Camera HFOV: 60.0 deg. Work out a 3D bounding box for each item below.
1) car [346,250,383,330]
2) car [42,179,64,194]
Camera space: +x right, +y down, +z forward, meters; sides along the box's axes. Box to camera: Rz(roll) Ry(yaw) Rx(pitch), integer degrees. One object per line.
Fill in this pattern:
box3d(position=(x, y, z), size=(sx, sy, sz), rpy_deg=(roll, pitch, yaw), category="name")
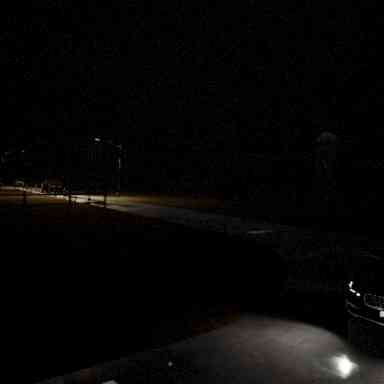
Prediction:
box3d(position=(4.930, 1.568, 6.440), size=(4.892, 1.490, 1.837), rpy_deg=(-1, 2, -35), category="car")
box3d(position=(-20.420, -0.809, 48.655), size=(2.150, 2.045, 5.566), rpy_deg=(2, 1, -36), category="car")
